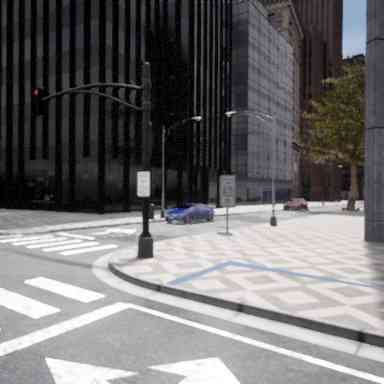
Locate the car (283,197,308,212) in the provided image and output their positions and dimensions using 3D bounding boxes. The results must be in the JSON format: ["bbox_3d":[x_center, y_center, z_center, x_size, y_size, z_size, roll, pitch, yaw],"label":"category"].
[{"bbox_3d":[13.646,1.607,43.703,2.097,1.767,4.553,1,0,36],"label":"car"}]

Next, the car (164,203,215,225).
[{"bbox_3d":[-0.047,1.548,24.715,1.812,1.442,4.674,1,0,36],"label":"car"}]
